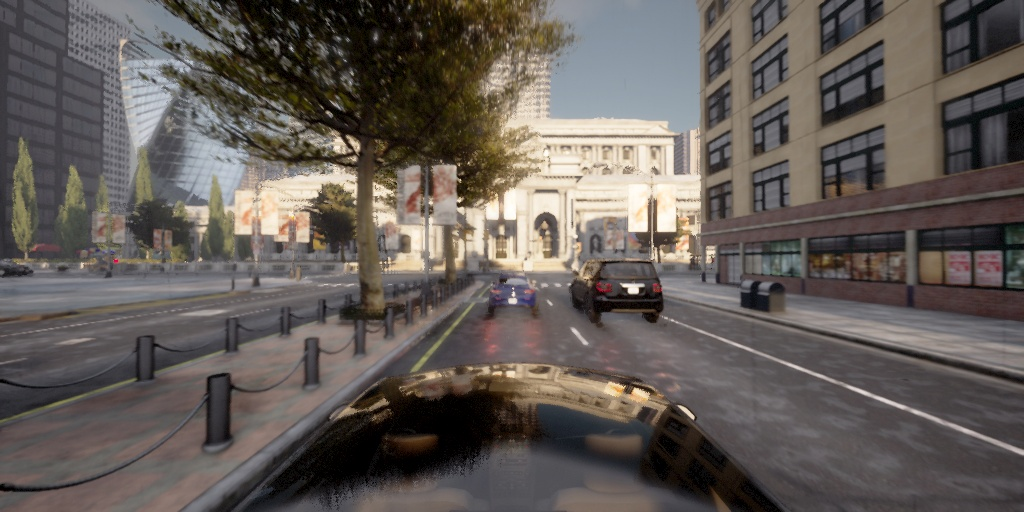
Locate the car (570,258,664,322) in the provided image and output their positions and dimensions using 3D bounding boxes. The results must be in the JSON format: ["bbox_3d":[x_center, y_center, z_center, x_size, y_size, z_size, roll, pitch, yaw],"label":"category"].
[{"bbox_3d":[3.531,1.104,13.026,2.150,2.045,5.566,0,0,1],"label":"car"}]

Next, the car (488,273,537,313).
[{"bbox_3d":[0.049,1.427,14.796,1.812,1.442,4.674,0,-1,1],"label":"car"}]
